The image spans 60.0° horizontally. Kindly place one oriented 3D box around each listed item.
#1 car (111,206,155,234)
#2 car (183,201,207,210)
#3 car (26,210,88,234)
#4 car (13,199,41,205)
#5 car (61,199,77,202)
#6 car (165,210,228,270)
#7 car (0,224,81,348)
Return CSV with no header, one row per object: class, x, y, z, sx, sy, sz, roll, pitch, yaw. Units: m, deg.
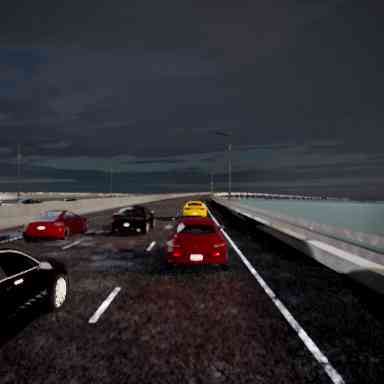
car,-3.331,1.534,19.483,1.882,1.535,5.008,0,0,0
car,0.249,1.560,29.040,1.882,1.535,5.008,0,0,1
car,-6.847,1.614,17.139,1.994,1.385,4.181,0,0,0
car,-20.773,1.620,41.909,1.837,1.490,4.892,0,0,1
car,-17.179,1.651,46.573,1.812,1.442,4.674,0,0,1
car,0.124,1.558,11.052,1.812,1.442,4.674,0,0,0
car,-3.394,1.521,4.813,1.837,1.490,4.892,0,0,0
